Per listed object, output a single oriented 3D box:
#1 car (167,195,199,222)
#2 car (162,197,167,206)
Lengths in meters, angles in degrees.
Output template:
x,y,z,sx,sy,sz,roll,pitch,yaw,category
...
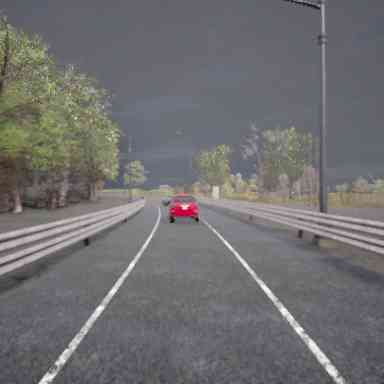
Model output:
x,y,z,sx,sy,sz,roll,pitch,yaw,category
-0.724,1.222,26.450,2.150,2.045,5.566,0,0,-4,car
-3.837,1.535,54.254,1.994,1.385,4.181,0,0,-9,car
